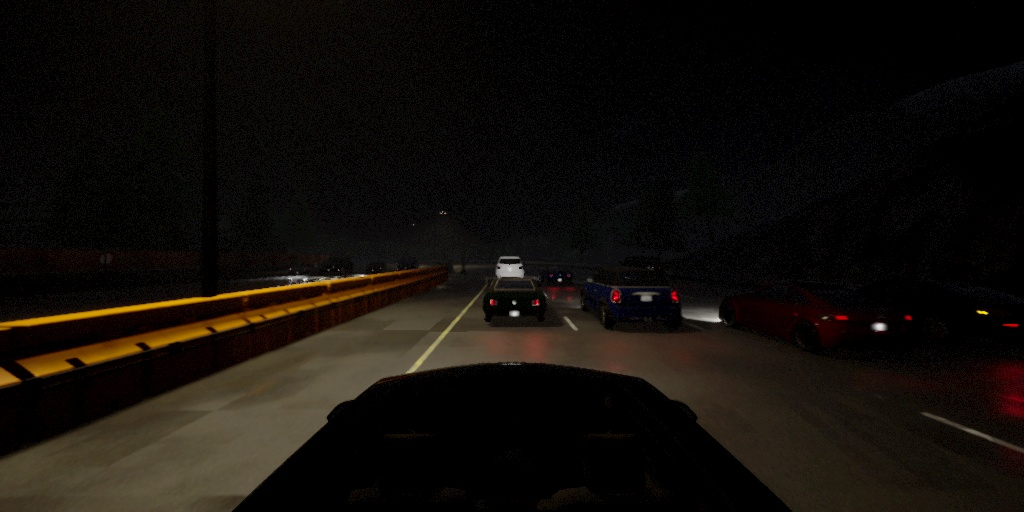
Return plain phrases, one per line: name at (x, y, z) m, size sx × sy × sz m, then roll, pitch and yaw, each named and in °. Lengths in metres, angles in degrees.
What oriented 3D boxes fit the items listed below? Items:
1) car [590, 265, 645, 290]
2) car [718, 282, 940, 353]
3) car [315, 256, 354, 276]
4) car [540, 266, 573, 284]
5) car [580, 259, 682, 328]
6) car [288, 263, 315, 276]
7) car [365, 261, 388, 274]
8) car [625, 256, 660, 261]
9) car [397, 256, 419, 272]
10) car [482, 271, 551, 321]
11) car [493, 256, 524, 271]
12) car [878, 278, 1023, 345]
car at (6.914, 1.348, 24.293) m, size 2.033 × 1.411 × 5.357 m, roll 0°, pitch 0°, yaw -2°
car at (7.062, 1.330, 8.878) m, size 1.994 × 1.385 × 4.181 m, roll 0°, pitch 0°, yaw 1°
car at (-19.005, 1.054, 39.146) m, size 2.150 × 2.045 × 5.566 m, roll 0°, pitch 0°, yaw -8°
car at (3.291, 1.409, 27.544) m, size 1.895 × 1.301 × 4.718 m, roll 0°, pitch 0°, yaw -2°
car at (3.579, 1.128, 11.655) m, size 2.097 × 1.767 × 4.553 m, roll 0°, pitch 0°, yaw 0°
car at (-22.565, 1.435, 39.372) m, size 1.895 × 1.301 × 4.718 m, roll 0°, pitch 0°, yaw -8°
car at (-15.978, 1.346, 42.522) m, size 1.837 × 1.490 × 4.892 m, roll 0°, pitch 0°, yaw -9°
car at (10.225, 1.035, 29.224) m, size 2.150 × 2.045 × 5.566 m, roll 0°, pitch 0°, yaw -3°
car at (-12.629, 1.067, 43.840) m, size 2.150 × 2.045 × 5.566 m, roll 0°, pitch 0°, yaw -9°
car at (0.084, 1.375, 12.537) m, size 1.895 × 1.301 × 4.718 m, roll 0°, pitch 0°, yaw 0°
car at (-0.287, 1.035, 29.170) m, size 2.150 × 2.045 × 5.566 m, roll 0°, pitch 0°, yaw -3°
car at (10.564, 1.293, 9.457) m, size 1.812 × 1.442 × 4.674 m, roll 0°, pitch 0°, yaw 0°
